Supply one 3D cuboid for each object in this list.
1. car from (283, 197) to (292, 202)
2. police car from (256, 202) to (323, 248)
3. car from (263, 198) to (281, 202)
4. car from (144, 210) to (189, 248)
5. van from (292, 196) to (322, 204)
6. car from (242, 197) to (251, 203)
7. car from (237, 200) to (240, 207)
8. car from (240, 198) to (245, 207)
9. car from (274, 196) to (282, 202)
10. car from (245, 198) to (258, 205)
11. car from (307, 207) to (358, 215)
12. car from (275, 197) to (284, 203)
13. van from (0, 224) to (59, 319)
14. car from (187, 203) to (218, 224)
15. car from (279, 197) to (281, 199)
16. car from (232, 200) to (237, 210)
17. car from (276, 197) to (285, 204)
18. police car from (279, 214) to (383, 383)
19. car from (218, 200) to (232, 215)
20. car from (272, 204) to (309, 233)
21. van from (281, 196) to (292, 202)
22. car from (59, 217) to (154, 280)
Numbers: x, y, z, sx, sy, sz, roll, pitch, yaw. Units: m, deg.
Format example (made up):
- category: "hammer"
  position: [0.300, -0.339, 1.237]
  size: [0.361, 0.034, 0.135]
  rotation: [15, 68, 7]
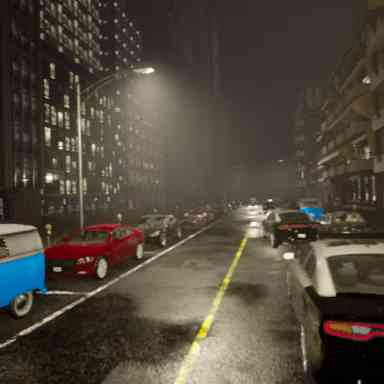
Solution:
- category: "car"
  position: [11.211, 1.620, 35.864]
  size: [1.887, 1.381, 4.507]
  rotation: [-2, -1, 13]
- category: "police car"
  position: [4.313, 1.464, 15.116]
  size: [1.930, 1.638, 5.238]
  rotation: [-2, -1, 4]
- category: "car"
  position: [9.854, 1.785, 41.917]
  size: [1.895, 1.301, 4.718]
  rotation: [-2, -1, 13]
- category: "car"
  position: [-1.763, 1.792, 16.119]
  size: [1.947, 1.339, 4.313]
  rotation: [-2, -1, 13]
- category: "van"
  position: [8.806, 1.361, 25.086]
  size: [1.690, 1.788, 3.998]
  rotation: [-2, -1, 13]
- category: "car"
  position: [15.030, 2.205, 91.593]
  size: [1.947, 1.339, 4.313]
  rotation: [-2, -1, 13]
- category: "car"
  position: [5.429, 1.829, 48.467]
  size: [1.967, 1.590, 4.097]
  rotation: [-2, -1, 13]
- category: "car"
  position: [7.833, 2.012, 59.247]
  size: [1.947, 1.339, 4.313]
  rotation: [-2, -1, 13]
- category: "car"
  position: [23.206, 1.926, 89.775]
  size: [1.887, 1.381, 4.507]
  rotation: [-2, -1, 13]
- category: "car"
  position: [12.408, 1.904, 67.422]
  size: [2.128, 1.511, 4.902]
  rotation: [-2, -1, 13]
- category: "car"
  position: [6.413, 1.520, 14.301]
  size: [2.008, 1.369, 4.403]
  rotation: [-2, -1, 13]
- category: "car"
  position: [20.843, 1.841, 79.159]
  size: [1.752, 1.417, 4.829]
  rotation: [-2, -1, 13]
- category: "van"
  position: [-4.169, 1.521, 5.339]
  size: [1.690, 1.788, 3.998]
  rotation: [-2, -1, 13]
- category: "car"
  position: [0.632, 1.718, 26.904]
  size: [1.967, 1.590, 4.097]
  rotation: [-2, -1, 13]
- category: "car"
  position: [18.409, 1.815, 68.211]
  size: [1.947, 1.339, 4.313]
  rotation: [-2, -1, 13]
- category: "car"
  position: [4.233, 1.911, 43.074]
  size: [2.008, 1.369, 4.403]
  rotation: [-2, -1, 13]
- category: "car"
  position: [19.644, 1.808, 73.767]
  size: [1.752, 1.417, 4.829]
  rotation: [-2, -1, 13]
- category: "police car"
  position: [2.589, 1.409, 5.358]
  size: [1.930, 1.638, 5.238]
  rotation: [-2, -1, 13]
- category: "car"
  position: [3.034, 1.883, 37.683]
  size: [2.008, 1.369, 4.403]
  rotation: [-2, -1, 13]
- category: "car"
  position: [6.043, 1.579, 20.869]
  size: [1.812, 1.442, 4.674]
  rotation: [-2, -1, 13]
- category: "van"
  position: [12.404, 1.444, 41.258]
  size: [1.690, 1.788, 3.998]
  rotation: [-2, -1, 13]
- category: "car"
  position: [-2.963, 1.747, 10.729]
  size: [1.887, 1.381, 4.507]
  rotation: [-2, -1, 13]
